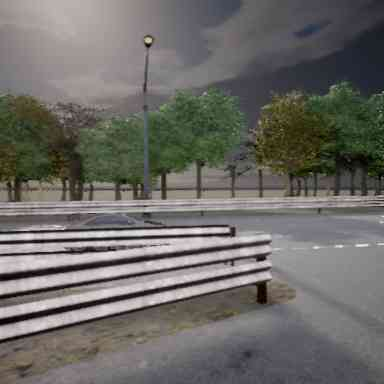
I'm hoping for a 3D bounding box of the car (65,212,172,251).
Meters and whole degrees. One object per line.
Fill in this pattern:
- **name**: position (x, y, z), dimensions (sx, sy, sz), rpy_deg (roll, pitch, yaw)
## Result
- **car**: position (-2.819, 1.508, 13.068), dimensions (4.181, 1.385, 1.994), rpy_deg (-1, 1, -10)
